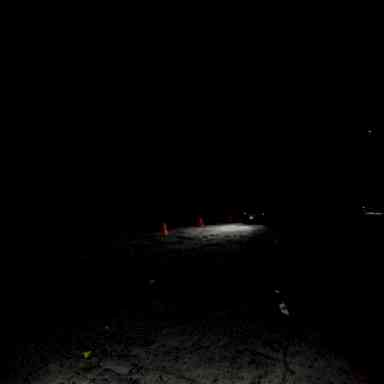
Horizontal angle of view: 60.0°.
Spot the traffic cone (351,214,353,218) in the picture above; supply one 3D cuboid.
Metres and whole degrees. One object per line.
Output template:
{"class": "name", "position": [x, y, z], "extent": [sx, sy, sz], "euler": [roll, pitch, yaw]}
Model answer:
{"class": "traffic cone", "position": [21.588, 3.198, 44.840], "extent": [0.340, 0.580, 0.340], "euler": [4, -2, -36]}

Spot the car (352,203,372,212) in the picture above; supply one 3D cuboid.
{"class": "car", "position": [36.577, 3.265, 71.709], "extent": [2.097, 1.767, 4.553], "euler": [1, 3, -7]}

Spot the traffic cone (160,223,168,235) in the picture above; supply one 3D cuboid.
{"class": "traffic cone", "position": [-1.437, 1.920, 17.324], "extent": [0.340, 0.580, 0.340], "euler": [1, 0, 19]}

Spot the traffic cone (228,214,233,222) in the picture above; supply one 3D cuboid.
{"class": "traffic cone", "position": [3.088, 2.093, 26.854], "extent": [0.340, 0.580, 0.340], "euler": [1, -1, 31]}

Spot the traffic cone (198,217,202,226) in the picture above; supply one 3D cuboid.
{"class": "traffic cone", "position": [0.577, 1.982, 22.207], "extent": [0.340, 0.580, 0.340], "euler": [1, 0, 25]}

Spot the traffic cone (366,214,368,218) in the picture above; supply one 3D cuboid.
{"class": "traffic cone", "position": [25.103, 3.432, 47.812], "extent": [0.340, 0.580, 0.340], "euler": [4, -2, -44]}

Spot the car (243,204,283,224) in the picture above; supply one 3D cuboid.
{"class": "car", "position": [5.674, 1.697, 26.330], "extent": [2.128, 1.511, 4.902], "euler": [1, -1, 33]}
